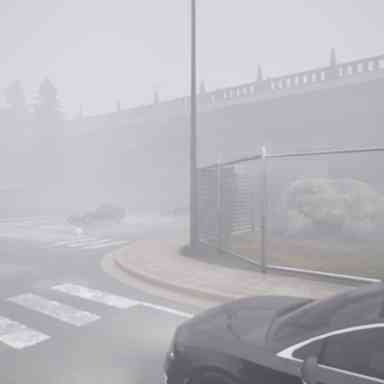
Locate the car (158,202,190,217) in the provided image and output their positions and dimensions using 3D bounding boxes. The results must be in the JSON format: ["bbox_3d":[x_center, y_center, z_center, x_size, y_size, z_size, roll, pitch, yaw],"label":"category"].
[{"bbox_3d":[-1.171,1.669,32.889,1.895,1.301,4.718,0,0,36],"label":"car"}]

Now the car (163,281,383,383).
[{"bbox_3d":[1.952,1.505,2.612,4.892,1.490,1.837,0,0,36],"label":"car"}]

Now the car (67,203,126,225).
[{"bbox_3d":[-6.991,1.594,24.739,1.812,1.442,4.674,0,0,36],"label":"car"}]
